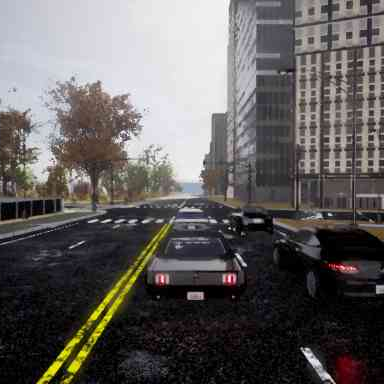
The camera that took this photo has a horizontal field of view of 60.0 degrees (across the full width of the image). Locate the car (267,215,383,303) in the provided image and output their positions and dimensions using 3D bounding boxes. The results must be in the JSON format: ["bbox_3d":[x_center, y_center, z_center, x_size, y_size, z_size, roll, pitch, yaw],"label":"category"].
[{"bbox_3d":[3.343,1.523,8.078,1.812,1.442,4.674,0,0,0],"label":"car"}]

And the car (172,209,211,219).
[{"bbox_3d":[-0.019,1.544,16.493,2.033,1.411,5.357,0,0,0],"label":"car"}]

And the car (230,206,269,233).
[{"bbox_3d":[3.346,1.501,19.159,2.163,1.488,4.792,0,0,1],"label":"car"}]

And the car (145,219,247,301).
[{"bbox_3d":[0.069,1.598,8.252,1.895,1.301,4.718,0,0,0],"label":"car"}]
